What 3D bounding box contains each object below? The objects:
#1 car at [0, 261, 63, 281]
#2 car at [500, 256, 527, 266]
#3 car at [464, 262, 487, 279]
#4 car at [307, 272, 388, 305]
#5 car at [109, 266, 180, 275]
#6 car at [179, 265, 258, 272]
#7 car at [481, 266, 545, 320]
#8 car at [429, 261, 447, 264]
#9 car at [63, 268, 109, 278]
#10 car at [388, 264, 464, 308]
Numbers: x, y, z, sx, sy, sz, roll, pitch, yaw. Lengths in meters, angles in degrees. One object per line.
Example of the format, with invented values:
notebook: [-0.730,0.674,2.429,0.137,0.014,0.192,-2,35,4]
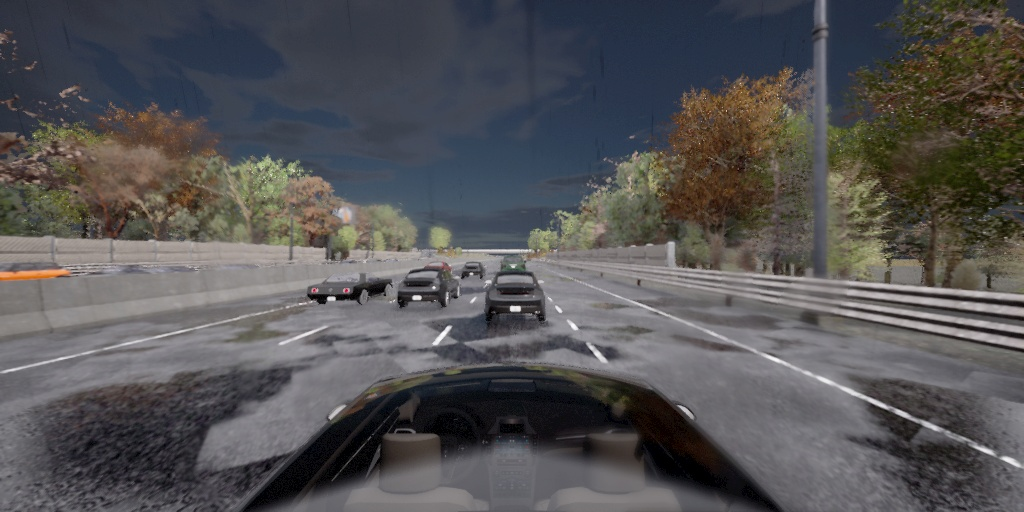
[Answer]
car: [-28.097,1.108,20.059,2.097,1.767,4.553,0,0,0]
car: [0.099,0.984,31.654,2.150,2.045,5.566,0,0,0]
car: [-3.401,1.268,32.463,1.837,1.490,4.892,0,0,0]
car: [-6.900,1.354,15.925,1.895,1.301,4.718,0,0,0]
car: [-21.098,1.321,21.845,1.994,1.385,4.181,0,0,0]
car: [-17.600,1.304,22.874,2.033,1.411,5.357,0,0,0]
car: [0.099,1.256,12.609,1.837,1.490,4.892,0,0,0]
car: [-6.897,1.242,33.776,1.882,1.535,5.008,0,0,0]
car: [-24.597,1.321,22.637,1.994,1.385,4.181,0,0,0]
car: [-3.401,1.257,15.234,1.837,1.490,4.892,0,0,0]
